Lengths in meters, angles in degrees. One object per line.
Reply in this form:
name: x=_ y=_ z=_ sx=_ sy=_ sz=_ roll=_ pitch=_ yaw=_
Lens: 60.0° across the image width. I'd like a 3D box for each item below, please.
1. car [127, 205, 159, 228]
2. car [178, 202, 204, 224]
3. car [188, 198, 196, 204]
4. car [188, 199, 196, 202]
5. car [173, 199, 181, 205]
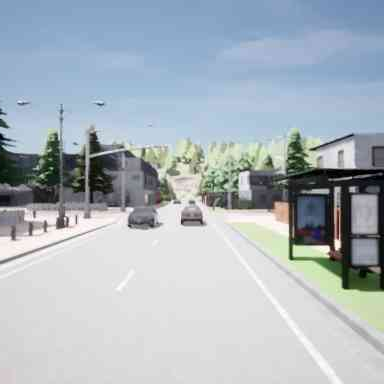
car: x=-3.529 y=1.775 z=24.539 sx=1.837 sy=1.490 sz=4.892 roll=0 pitch=-1 yaw=0
car: x=-0.006 y=1.848 z=27.504 sx=2.033 sy=1.411 sz=5.357 roll=0 pitch=-1 yaw=0
car: x=-0.046 y=2.530 z=92.661 sx=2.033 sy=1.411 sz=5.357 roll=0 pitch=-1 yaw=0
car: x=-0.040 y=2.416 z=80.990 sx=1.895 sy=1.301 sz=4.718 roll=0 pitch=-1 yaw=0
car: x=-3.540 y=2.426 z=80.317 sx=1.994 sy=1.385 sz=4.181 roll=0 pitch=-1 yaw=0
